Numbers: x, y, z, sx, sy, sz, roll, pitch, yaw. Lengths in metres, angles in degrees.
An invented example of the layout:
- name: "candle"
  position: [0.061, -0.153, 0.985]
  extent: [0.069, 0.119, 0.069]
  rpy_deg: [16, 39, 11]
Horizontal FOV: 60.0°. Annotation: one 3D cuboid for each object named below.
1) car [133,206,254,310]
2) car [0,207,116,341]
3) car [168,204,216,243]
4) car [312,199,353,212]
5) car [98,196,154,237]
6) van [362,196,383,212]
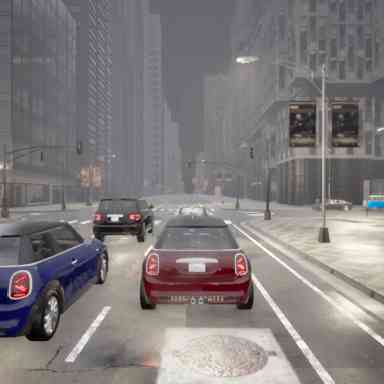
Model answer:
- name: "car"
  position: [0.085, 1.352, 7.979]
  extent: [2.097, 1.767, 4.553]
  rpy_deg: [0, 0, 0]
- name: "car"
  position: [-3.163, 1.352, 6.660]
  extent: [2.097, 1.767, 4.553]
  rpy_deg: [0, 0, 0]
- name: "car"
  position: [0.057, 1.491, 17.166]
  extent: [2.128, 1.511, 4.902]
  rpy_deg: [0, 0, 2]
- name: "car"
  position: [15.805, 1.513, 37.579]
  extent: [4.403, 1.369, 2.008]
  rpy_deg: [0, 0, 0]
- name: "car"
  position: [-3.181, 1.222, 16.372]
  extent: [2.150, 2.045, 5.566]
  rpy_deg: [0, 0, 0]
- name: "van"
  position: [21.423, 1.292, 37.565]
  extent: [3.998, 1.788, 1.690]
  rpy_deg: [0, 0, 0]
